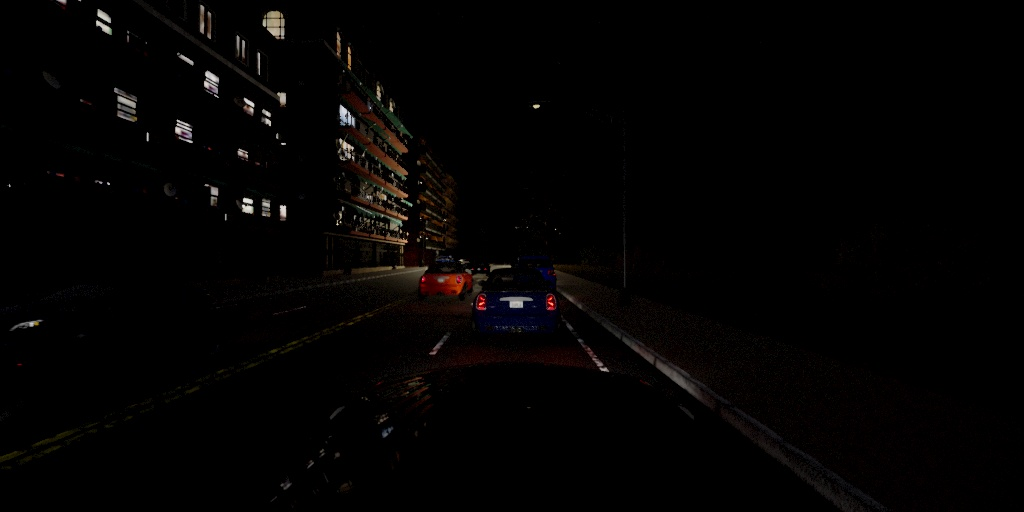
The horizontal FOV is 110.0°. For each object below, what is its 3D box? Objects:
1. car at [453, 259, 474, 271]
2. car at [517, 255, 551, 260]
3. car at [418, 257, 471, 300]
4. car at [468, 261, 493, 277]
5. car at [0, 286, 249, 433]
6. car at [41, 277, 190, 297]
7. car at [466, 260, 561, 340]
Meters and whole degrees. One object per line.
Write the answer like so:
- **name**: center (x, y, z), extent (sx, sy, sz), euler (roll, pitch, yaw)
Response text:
- **car**: center (-6.606, 1.242, 49.273), extent (2.128, 1.511, 4.902), euler (0, 0, 0)
- **car**: center (1.132, 0.977, 19.725), extent (2.150, 2.045, 5.566), euler (0, 0, 0)
- **car**: center (-3.159, 1.103, 17.938), extent (2.097, 1.767, 4.553), euler (0, 0, -1)
- **car**: center (-3.161, 1.299, 36.900), extent (2.033, 1.411, 5.357), euler (0, 0, 0)
- **car**: center (-6.604, 1.351, 5.460), extent (1.895, 1.301, 4.718), euler (0, 0, 0)
- **car**: center (-9.853, 1.277, 8.822), extent (1.812, 1.442, 4.674), euler (0, 0, 0)
- **car**: center (0.095, 1.103, 10.150), extent (2.097, 1.767, 4.553), euler (0, 0, 0)
